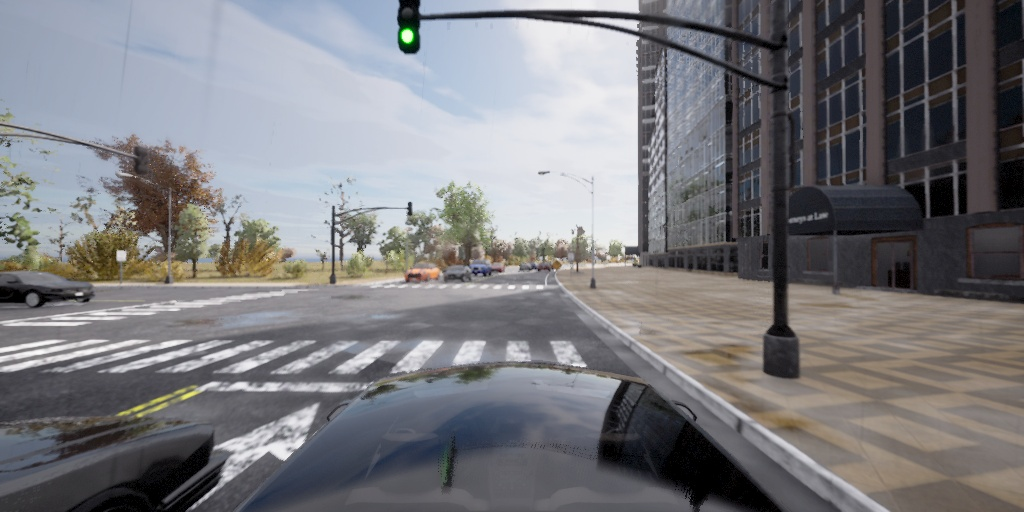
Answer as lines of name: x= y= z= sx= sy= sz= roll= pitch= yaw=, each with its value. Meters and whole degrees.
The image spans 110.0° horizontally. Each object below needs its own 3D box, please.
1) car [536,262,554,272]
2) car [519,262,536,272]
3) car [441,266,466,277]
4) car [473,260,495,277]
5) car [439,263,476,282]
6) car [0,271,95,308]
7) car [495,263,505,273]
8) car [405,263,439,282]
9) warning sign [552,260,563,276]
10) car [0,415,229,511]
car: x=5.807 y=1.877 z=64.108 sx=2.097 sy=1.767 sz=4.553 roll=0 pitch=-1 yaw=10
car: x=2.471 y=2.011 z=63.949 sx=2.128 sy=1.511 sz=4.902 roll=0 pitch=-1 yaw=10
car: x=-7.178 y=1.870 z=44.509 sx=1.895 sy=1.301 sz=4.718 roll=0 pitch=-1 yaw=7
car: x=-3.911 y=1.493 z=44.513 sx=2.150 sy=2.045 sz=5.566 roll=0 pitch=-1 yaw=7
car: x=-5.026 y=1.644 z=33.830 sx=1.837 sy=1.490 sz=4.892 roll=0 pitch=-1 yaw=6
car: x=-21.923 y=1.446 z=16.246 sx=5.008 sy=1.535 sz=1.882 roll=0 pitch=0 yaw=3
car: x=-2.317 y=1.893 z=55.968 sx=1.882 sy=1.535 sz=5.008 roll=0 pitch=-1 yaw=9
car: x=-8.314 y=1.485 z=33.533 sx=2.097 sy=1.767 sz=4.553 roll=0 pitch=-1 yaw=5
warning sign: x=5.293 y=1.365 z=42.180 sx=1.300 sy=1.860 sz=1.060 roll=0 pitch=0 yaw=7
car: x=-3.127 y=1.279 z=0.273 sx=2.033 sy=1.411 sz=5.357 roll=0 pitch=-1 yaw=0
